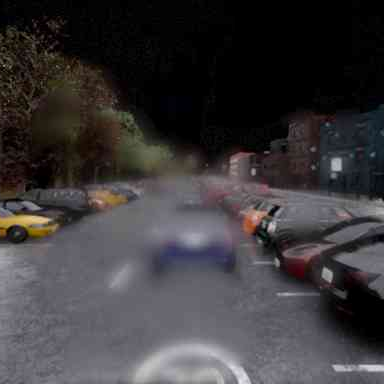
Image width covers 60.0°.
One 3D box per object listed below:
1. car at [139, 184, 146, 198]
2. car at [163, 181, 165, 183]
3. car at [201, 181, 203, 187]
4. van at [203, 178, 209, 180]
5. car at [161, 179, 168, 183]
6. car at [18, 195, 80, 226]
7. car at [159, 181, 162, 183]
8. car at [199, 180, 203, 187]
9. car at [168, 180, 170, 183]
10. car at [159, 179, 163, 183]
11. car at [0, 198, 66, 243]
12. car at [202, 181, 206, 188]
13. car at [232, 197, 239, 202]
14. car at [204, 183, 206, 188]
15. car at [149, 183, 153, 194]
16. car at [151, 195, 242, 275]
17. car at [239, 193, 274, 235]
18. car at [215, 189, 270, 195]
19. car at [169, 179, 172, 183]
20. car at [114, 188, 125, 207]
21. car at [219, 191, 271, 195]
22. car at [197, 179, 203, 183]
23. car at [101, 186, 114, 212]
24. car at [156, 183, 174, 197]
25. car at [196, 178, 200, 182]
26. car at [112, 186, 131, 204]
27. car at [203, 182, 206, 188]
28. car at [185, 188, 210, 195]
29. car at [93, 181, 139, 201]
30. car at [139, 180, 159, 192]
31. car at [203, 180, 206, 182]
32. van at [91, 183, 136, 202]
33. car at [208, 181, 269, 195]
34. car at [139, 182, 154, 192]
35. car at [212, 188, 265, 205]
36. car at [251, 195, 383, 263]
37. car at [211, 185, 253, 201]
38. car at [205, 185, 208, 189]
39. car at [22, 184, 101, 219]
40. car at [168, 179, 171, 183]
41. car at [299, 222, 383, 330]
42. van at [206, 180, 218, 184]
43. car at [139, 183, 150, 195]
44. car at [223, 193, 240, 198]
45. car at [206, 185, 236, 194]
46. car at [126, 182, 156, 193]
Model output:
[{"bbox_3d":[-8.527,0.095,41.653,4.674,1.452,2.002,0,3,0],"label":"car"},{"bbox_3d":[-8.520,-1.072,66.690,5.008,1.535,2.097,0,3,0],"label":"car"},{"bbox_3d":[4.593,-0.916,63.926,4.792,1.488,2.163,0,3,0],"label":"car"},{"bbox_3d":[4.680,-1.041,61.071,4.442,1.987,1.878,0,3,0],"label":"van"},{"bbox_3d":[-8.486,-1.450,69.463,5.566,2.045,2.435,0,3,0],"label":"car"},{"bbox_3d":[-8.539,1.098,16.469,5.008,1.535,2.097,0,2,0],"label":"car"},{"bbox_3d":[-8.512,-0.818,61.127,5.008,1.535,2.097,0,3,0],"label":"car"},{"bbox_3d":[4.562,-1.455,75.047,4.892,1.521,2.231,0,3,0],"label":"car"},{"bbox_3d":[-8.480,-1.684,80.602,4.792,1.488,2.163,0,3,0],"label":"car"},{"bbox_3d":[-8.484,-1.070,63.902,4.553,1.767,2.185,0,3,0],"label":"car"},{"bbox_3d":[-8.349,1.181,13.681,5.366,1.575,1.946,0,2,0],"label":"car"},{"bbox_3d":[4.746,-0.570,55.583,5.366,1.575,1.946,0,3,0],"label":"car"},{"bbox_3d":[4.544,1.133,16.635,4.674,1.452,2.002,0,2,0],"label":"car"},{"bbox_3d":[4.552,-0.194,47.241,5.008,1.535,2.097,0,3,0],"label":"car"},{"bbox_3d":[-8.529,-0.191,47.216,4.892,1.521,2.231,0,3,0],"label":"car"},{"bbox_3d":[0.065,1.154,9.986,2.097,1.767,4.553,0,1,0],"label":"car"},{"bbox_3d":[4.514,1.054,13.844,4.553,1.767,2.185,0,2,0],"label":"car"},{"bbox_3d":[4.553,0.708,27.779,4.674,1.452,2.002,0,3,0],"label":"car"},{"bbox_3d":[-8.693,-1.970,86.041,5.366,1.575,1.946,0,3,0],"label":"car"},{"bbox_3d":[-8.524,0.675,27.617,5.008,1.535,2.097,0,2,0],"label":"car"},{"bbox_3d":[4.554,0.896,22.209,5.008,1.535,2.097,0,2,0],"label":"car"},{"bbox_3d":[4.384,-1.588,77.827,5.366,1.575,1.946,0,3,0],"label":"car"},{"bbox_3d":[-8.562,0.667,24.829,4.553,1.767,2.185,0,2,0],"label":"car"},{"bbox_3d":[-3.567,-0.167,47.218,1.837,1.490,4.892,0,2,0],"label":"car"},{"bbox_3d":[4.600,-2.224,86.156,5.566,2.045,2.435,0,3,0],"label":"car"},{"bbox_3d":[-8.714,0.544,30.523,5.366,1.575,1.946,0,3,0],"label":"car"},{"bbox_3d":[4.564,-0.318,50.022,5.008,1.535,2.097,0,3,0],"label":"car"},{"bbox_3d":[0.080,0.779,26.006,2.033,1.411,5.357,0,4,0],"label":"car"},{"bbox_3d":[-8.499,0.173,33.294,5.566,2.045,2.435,0,3,0],"label":"car"},{"bbox_3d":[-8.492,-0.692,52.770,5.566,2.045,2.435,0,3,0],"label":"car"},{"bbox_3d":[4.593,-0.818,58.358,4.553,1.767,2.185,0,3,0],"label":"car"},{"bbox_3d":[-8.410,0.075,36.077,4.442,1.987,1.878,0,3,0],"label":"van"},{"bbox_3d":[4.523,0.294,30.547,5.566,2.045,2.435,0,3,0],"label":"car"},{"bbox_3d":[-8.550,-0.287,49.998,4.792,1.488,2.163,0,3,0],"label":"car"},{"bbox_3d":[4.558,0.422,33.338,5.008,1.535,2.097,0,3,0],"label":"car"},{"bbox_3d":[4.513,1.131,11.065,4.553,1.767,2.185,0,2,0],"label":"car"},{"bbox_3d":[4.586,0.057,38.769,4.553,1.767,2.185,0,3,0],"label":"car"},{"bbox_3d":[4.368,0.297,36.119,5.366,1.575,1.946,0,3,0],"label":"car"},{"bbox_3d":[-8.561,0.753,19.248,5.566,2.045,2.435,0,2,0],"label":"car"},{"bbox_3d":[-8.514,-1.843,83.384,5.008,1.535,2.097,0,3,0],"label":"car"},{"bbox_3d":[4.571,1.414,5.495,4.792,1.488,2.163,0,1,0],"label":"car"},{"bbox_3d":[4.440,-0.295,44.451,4.442,1.987,1.878,0,3,0],"label":"van"},{"bbox_3d":[-8.529,-0.069,44.434,5.008,1.535,2.097,0,3,0],"label":"car"},{"bbox_3d":[4.554,0.999,19.422,5.008,1.535,2.097,0,2,0],"label":"car"},{"bbox_3d":[4.557,-0.402,52.805,4.674,1.452,2.002,0,3,0],"label":"car"},{"bbox_3d":[-8.488,-0.692,55.557,4.553,1.767,2.185,0,3,0],"label":"car"}]
